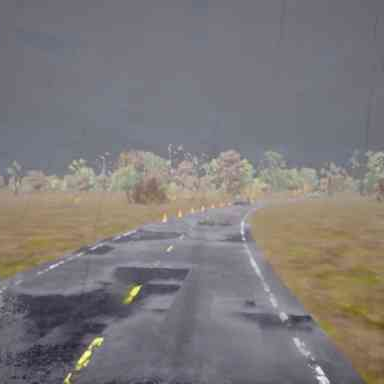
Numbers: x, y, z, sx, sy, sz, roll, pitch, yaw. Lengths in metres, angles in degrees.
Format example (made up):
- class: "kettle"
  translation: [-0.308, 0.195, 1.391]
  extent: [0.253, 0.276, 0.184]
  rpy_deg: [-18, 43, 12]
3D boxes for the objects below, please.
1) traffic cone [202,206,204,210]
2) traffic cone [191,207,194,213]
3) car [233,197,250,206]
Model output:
- class: "traffic cone"
  translation: [1.337, 1.855, 39.656]
  extent: [0.340, 0.580, 0.340]
  rpy_deg: [0, 0, 16]
- class: "traffic cone"
  translation: [0.052, 1.867, 34.730]
  extent: [0.340, 0.580, 0.340]
  rpy_deg: [0, 0, 14]
- class: "car"
  translation: [7.822, 1.434, 51.816]
  extent: [1.994, 1.385, 4.181]
  rpy_deg: [0, 0, 21]
